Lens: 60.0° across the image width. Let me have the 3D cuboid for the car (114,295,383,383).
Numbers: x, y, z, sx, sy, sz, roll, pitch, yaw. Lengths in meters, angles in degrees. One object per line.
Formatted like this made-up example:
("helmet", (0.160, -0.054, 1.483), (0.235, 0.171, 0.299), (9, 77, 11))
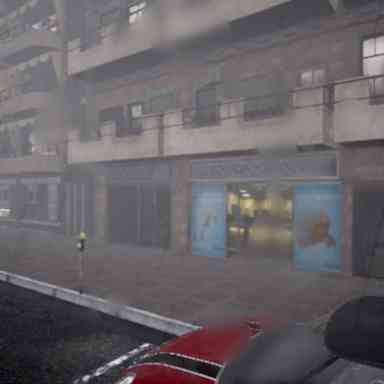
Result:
("car", (1.222, 1.440, 2.002), (4.097, 1.590, 1.967), (0, 0, 36))
